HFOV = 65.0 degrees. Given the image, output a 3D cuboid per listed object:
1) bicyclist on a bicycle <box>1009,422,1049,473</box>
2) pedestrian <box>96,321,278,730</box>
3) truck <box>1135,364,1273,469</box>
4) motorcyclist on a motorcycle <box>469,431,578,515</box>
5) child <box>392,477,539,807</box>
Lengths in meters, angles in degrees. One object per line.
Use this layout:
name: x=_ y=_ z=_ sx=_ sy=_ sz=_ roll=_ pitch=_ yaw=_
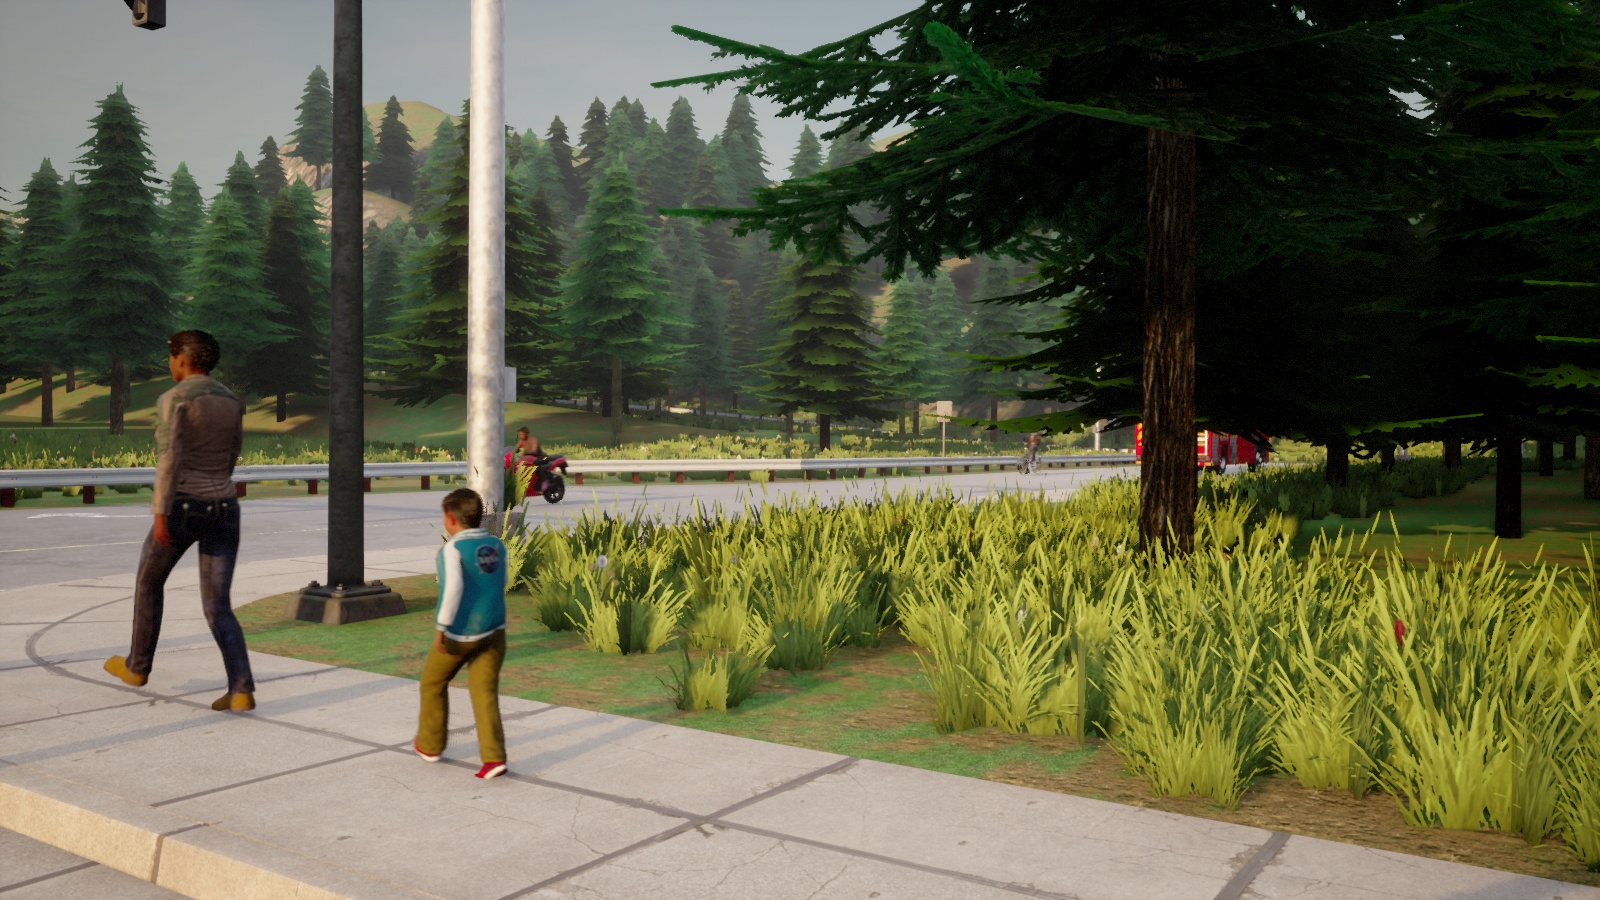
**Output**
bicyclist on a bicycle: x=8.084 y=-0.103 z=44.288 sx=0.659 sy=1.776 sz=1.843 roll=0 pitch=1 yaw=34
pedestrian: x=-2.889 y=0.332 z=5.908 sx=0.869 sy=1.805 sz=0.328 roll=0 pitch=1 yaw=32
truck: x=16.175 y=-1.287 z=49.850 sx=2.891 sy=3.827 sz=8.468 roll=0 pitch=1 yaw=35
motorcyclist on a motorcycle: x=-5.223 y=0.408 z=23.884 sx=0.797 sy=1.523 sz=2.044 roll=0 pitch=1 yaw=33
child: x=-1.300 y=0.712 z=4.882 sx=0.448 sy=1.192 sz=0.343 roll=0 pitch=1 yaw=41
